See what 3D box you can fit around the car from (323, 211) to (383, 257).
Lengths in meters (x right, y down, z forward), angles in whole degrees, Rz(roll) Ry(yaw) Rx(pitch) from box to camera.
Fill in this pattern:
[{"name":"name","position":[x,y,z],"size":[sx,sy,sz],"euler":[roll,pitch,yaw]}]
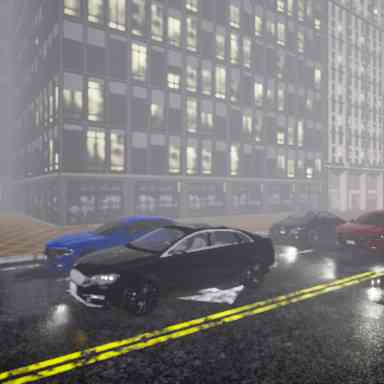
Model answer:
[{"name":"car","position":[7.572,1.482,13.076],"size":[5.008,1.535,1.882],"euler":[0,0,-36]}]

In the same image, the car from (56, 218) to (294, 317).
[{"name":"car","position":[-0.187,1.492,7.542],"size":[4.902,1.511,2.128],"euler":[0,0,-36]}]

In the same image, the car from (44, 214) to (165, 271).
[{"name":"car","position":[-1.872,1.478,10.337],"size":[5.008,1.535,1.882],"euler":[0,0,-35]}]

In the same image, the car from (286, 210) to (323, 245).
[{"name":"car","position":[5.567,1.568,15.637],"size":[4.181,1.385,1.994],"euler":[0,0,-36]}]

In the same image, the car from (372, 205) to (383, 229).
[{"name":"car","position":[13.652,1.579,21.393],"size":[4.181,1.385,1.994],"euler":[0,0,-36]}]
